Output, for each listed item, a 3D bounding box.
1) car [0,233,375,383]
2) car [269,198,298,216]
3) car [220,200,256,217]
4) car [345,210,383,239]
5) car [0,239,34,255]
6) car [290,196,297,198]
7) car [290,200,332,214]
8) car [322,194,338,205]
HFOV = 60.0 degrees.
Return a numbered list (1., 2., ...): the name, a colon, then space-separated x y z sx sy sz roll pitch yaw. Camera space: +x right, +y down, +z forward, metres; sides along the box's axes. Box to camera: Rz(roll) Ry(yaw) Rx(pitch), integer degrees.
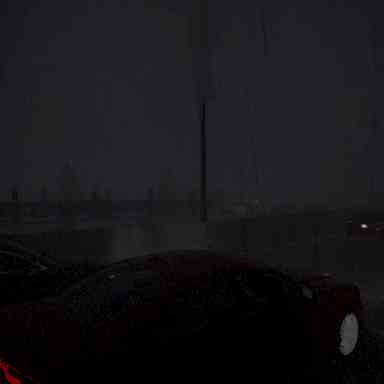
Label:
1. car: 0.255 1.488 4.203 5.008 1.535 1.882 0 0 -37
2. car: 9.462 1.651 33.884 1.837 1.490 4.892 0 0 35
3. car: 4.634 1.619 33.261 1.882 1.535 5.008 0 0 37
4. car: 9.631 1.618 17.386 1.994 1.385 4.181 0 0 44
5. car: -3.695 1.520 5.586 4.892 1.490 1.837 0 0 -36
6. car: 21.398 1.679 70.353 1.812 1.442 4.674 0 0 12
7. car: 10.682 1.683 29.684 1.994 1.385 4.181 0 0 37
8. car: 28.021 1.517 67.741 2.150 2.045 5.566 0 0 12
